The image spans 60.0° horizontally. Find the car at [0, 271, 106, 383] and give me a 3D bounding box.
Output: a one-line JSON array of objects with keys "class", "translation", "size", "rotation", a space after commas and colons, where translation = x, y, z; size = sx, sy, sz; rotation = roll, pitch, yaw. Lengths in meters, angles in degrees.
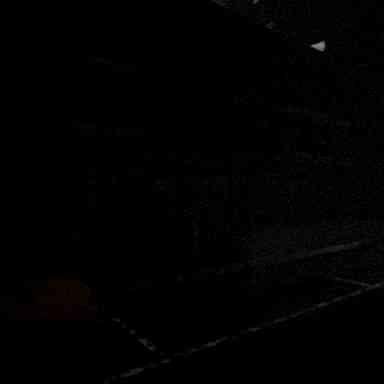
[{"class": "car", "translation": [-3.446, 1.535, 3.614], "size": [4.829, 1.417, 1.752], "rotation": [-1, 2, -35]}]
